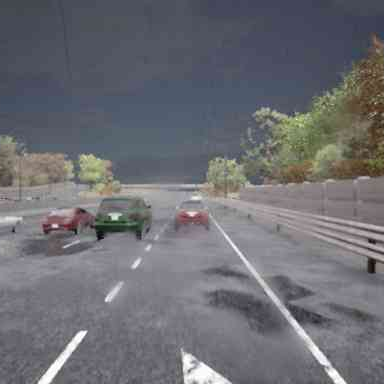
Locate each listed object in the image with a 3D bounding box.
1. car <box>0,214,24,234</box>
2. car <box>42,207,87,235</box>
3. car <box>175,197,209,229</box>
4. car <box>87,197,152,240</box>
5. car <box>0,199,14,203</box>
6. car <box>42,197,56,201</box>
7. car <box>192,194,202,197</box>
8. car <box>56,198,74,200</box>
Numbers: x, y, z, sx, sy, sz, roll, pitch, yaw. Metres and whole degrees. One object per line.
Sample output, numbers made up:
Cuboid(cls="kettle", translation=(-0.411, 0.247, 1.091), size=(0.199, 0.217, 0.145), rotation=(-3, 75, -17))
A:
Cuboid(cls="car", translation=(-10.400, 1.625, 16.633), size=(1.895, 1.301, 4.718), rotation=(0, 0, 0))
Cuboid(cls="car", translation=(-6.904, 1.555, 19.055), size=(1.812, 1.442, 4.674), rotation=(0, 0, 0))
Cuboid(cls="car", translation=(-0.001, 1.386, 21.790), size=(2.097, 1.767, 4.553), rotation=(0, 0, 0))
Cuboid(cls="car", translation=(-3.404, 1.247, 17.372), size=(2.150, 2.045, 5.566), rotation=(0, 0, 0))
Cuboid(cls="car", translation=(-28.017, 1.723, 49.303), size=(1.895, 1.301, 4.718), rotation=(0, 0, 0))
Cuboid(cls="car", translation=(-24.522, 1.652, 57.390), size=(1.837, 1.490, 4.892), rotation=(0, 0, 0))
Cuboid(cls="car", translation=(1.259, 1.517, 84.520), size=(2.150, 2.045, 5.566), rotation=(0, -1, 11))
Cuboid(cls="car", translation=(-21.030, 1.714, 57.077), size=(1.994, 1.385, 4.181), rotation=(0, 0, 1))
